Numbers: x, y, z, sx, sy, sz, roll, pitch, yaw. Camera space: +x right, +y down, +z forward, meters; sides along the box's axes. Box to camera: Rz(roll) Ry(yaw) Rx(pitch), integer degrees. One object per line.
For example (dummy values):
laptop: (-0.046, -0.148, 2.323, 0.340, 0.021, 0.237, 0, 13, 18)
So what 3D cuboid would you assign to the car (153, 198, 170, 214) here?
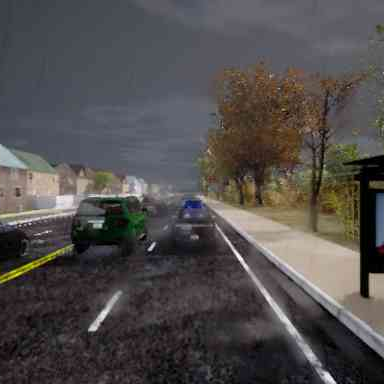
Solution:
car: (-3.152, 1.480, 31.305, 2.128, 1.511, 4.902, 0, 0, 0)

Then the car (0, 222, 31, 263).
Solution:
car: (-6.600, 1.557, 9.864, 1.994, 1.385, 4.181, 0, 0, 0)

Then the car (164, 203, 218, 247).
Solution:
car: (0.100, 1.483, 14.925, 2.128, 1.511, 4.902, 0, 0, 0)

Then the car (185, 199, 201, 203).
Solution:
car: (0.098, 1.466, 33.008, 1.882, 1.535, 5.008, 0, 0, 0)

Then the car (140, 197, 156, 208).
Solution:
car: (-6.579, 1.496, 50.190, 1.837, 1.490, 4.892, 0, 0, 0)

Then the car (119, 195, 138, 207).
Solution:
car: (-9.817, 1.344, 52.055, 2.097, 1.767, 4.553, 0, 0, 0)

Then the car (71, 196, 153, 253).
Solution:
car: (-3.150, 1.213, 13.794, 2.150, 2.045, 5.566, 0, 0, 0)
